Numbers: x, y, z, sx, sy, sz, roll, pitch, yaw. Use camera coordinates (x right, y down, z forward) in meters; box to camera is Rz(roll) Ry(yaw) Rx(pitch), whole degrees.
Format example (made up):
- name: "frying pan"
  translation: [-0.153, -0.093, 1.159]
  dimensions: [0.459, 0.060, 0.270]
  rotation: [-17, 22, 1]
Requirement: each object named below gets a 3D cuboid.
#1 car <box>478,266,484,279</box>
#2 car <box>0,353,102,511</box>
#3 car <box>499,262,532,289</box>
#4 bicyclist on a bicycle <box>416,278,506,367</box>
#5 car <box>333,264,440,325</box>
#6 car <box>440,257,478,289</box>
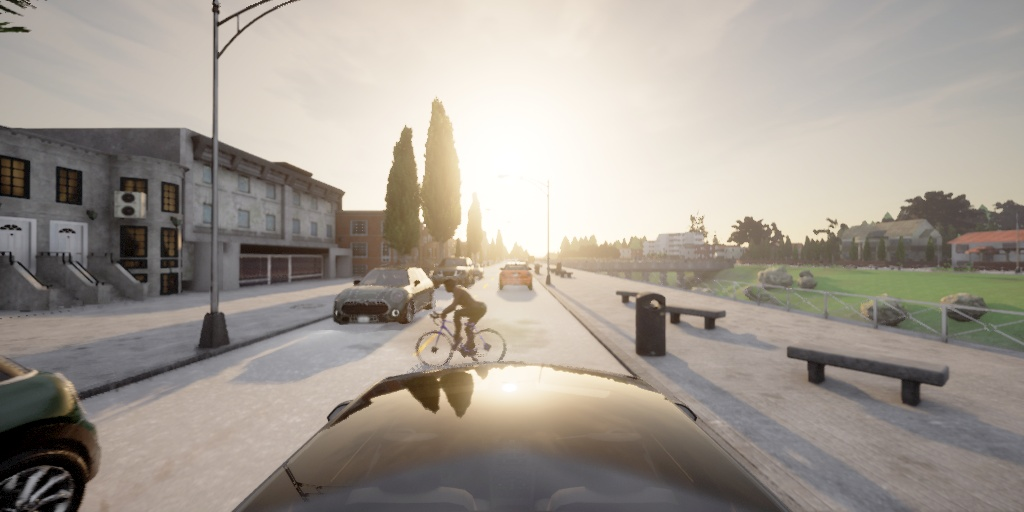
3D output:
- name: "car"
  translation: [-3.786, 1.483, 34.415]
  dimensions: [1.994, 1.385, 4.181]
  rotation: [0, 0, 1]
- name: "car"
  translation: [-4.119, 1.096, 0.651]
  dimensions: [2.097, 1.767, 4.553]
  rotation: [0, 0, 0]
- name: "car"
  translation: [0.254, 1.221, 24.422]
  dimensions: [2.097, 1.767, 4.553]
  rotation: [0, 0, 0]
- name: "bicyclist on a bicycle"
  translation: [-0.946, 1.224, 6.522]
  dimensions: [1.656, 1.620, 0.582]
  rotation: [-2, 0, 0]
- name: "car"
  translation: [-4.036, 1.155, 12.043]
  dimensions: [2.097, 1.767, 4.553]
  rotation: [0, 0, 0]
- name: "car"
  translation: [-3.846, 1.089, 24.511]
  dimensions: [2.150, 2.045, 5.566]
  rotation: [0, 0, 0]
